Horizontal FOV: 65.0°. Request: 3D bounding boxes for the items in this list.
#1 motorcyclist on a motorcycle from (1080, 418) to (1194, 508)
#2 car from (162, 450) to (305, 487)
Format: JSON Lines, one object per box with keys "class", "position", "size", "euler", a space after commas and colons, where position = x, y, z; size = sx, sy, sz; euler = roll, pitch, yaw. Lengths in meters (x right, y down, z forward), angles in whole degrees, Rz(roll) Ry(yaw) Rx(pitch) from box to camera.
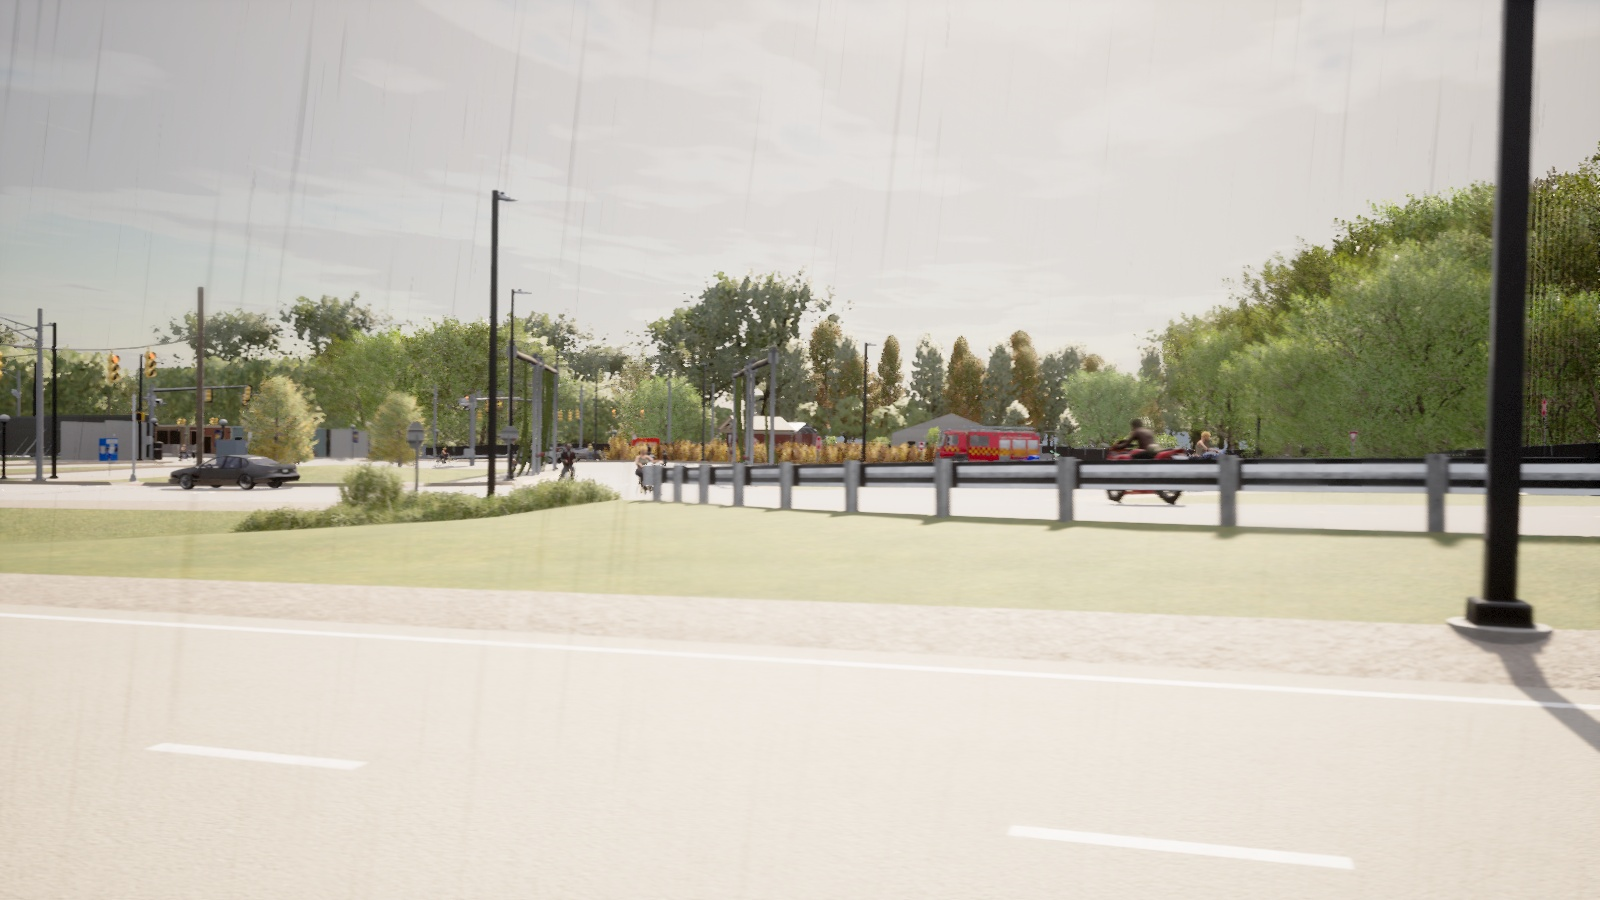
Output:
{"class": "motorcyclist on a motorcycle", "position": [5.915, 0.247, 22.139], "size": [0.797, 1.523, 2.044], "euler": [1, -2, -26]}
{"class": "car", "position": [-23.224, 0.724, 51.488], "size": [5.357, 1.411, 2.033], "euler": [0, 1, 18]}
